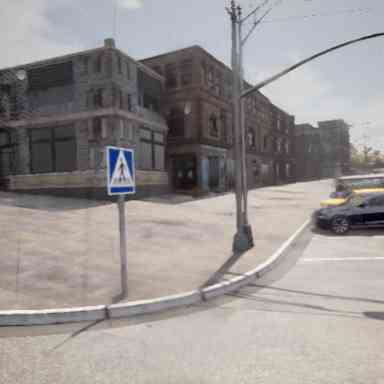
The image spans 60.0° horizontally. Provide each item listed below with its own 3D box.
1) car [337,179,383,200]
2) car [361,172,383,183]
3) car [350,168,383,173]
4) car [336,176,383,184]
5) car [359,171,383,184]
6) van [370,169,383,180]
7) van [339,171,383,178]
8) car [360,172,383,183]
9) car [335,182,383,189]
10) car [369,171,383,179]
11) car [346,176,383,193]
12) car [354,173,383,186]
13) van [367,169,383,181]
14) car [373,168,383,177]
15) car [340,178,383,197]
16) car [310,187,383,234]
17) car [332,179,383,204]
[{"bbox_3d":[14.295,-0.245,26.366,4.674,1.452,2.002,-3,3,8],"label":"car"},{"bbox_3d":[31.016,-2.494,54.992,5.008,1.535,2.097,-3,2,12],"label":"car"},{"bbox_3d":[20.173,-1.336,36.891,5.566,2.045,2.435,-3,2,10],"label":"car"},{"bbox_3d":[10.014,0.188,18.381,4.553,1.767,2.185,-3,2,7],"label":"car"},{"bbox_3d":[27.865,-2.215,49.847,4.553,1.767,2.185,-3,3,11],"label":"car"},{"bbox_3d":[37.562,-3.536,65.113,4.442,1.987,1.878,-3,2,13],"label":"van"},{"bbox_3d":[11.550,-0.118,21.029,4.442,1.987,1.878,-3,2,8],"label":"van"},{"bbox_3d":[29.443,-2.291,52.424,4.892,1.521,2.231,-3,3,12],"label":"car"},{"bbox_3d":[8.857,0.496,15.678,5.366,1.575,1.946,-3,2,7],"label":"car"},{"bbox_3d":[39.074,-3.507,67.674,5.008,1.535,2.097,-3,2,13],"label":"car"},{"bbox_3d":[18.672,-0.843,34.278,4.674,1.452,2.002,-3,3,9],"label":"car"},{"bbox_3d":[24.731,-1.686,44.701,5.008,1.535,2.097,-3,3,11],"label":"car"},{"bbox_3d":[34.333,-3.130,60.042,4.442,1.987,1.878,-3,2,12],"label":"van"},{"bbox_3d":[47.166,-4.773,80.292,5.566,2.045,2.435,-3,2,13],"label":"car"},{"bbox_3d":[15.734,-0.444,29.019,4.674,1.452,2.002,-3,2,9],"label":"car"},{"bbox_3d":[7.169,0.744,13.137,4.792,1.488,2.163,-3,3,7],"label":"car"},{"bbox_3d":[12.855,-0.084,23.718,4.892,1.521,2.231,-3,2,8],"label":"car"}]
